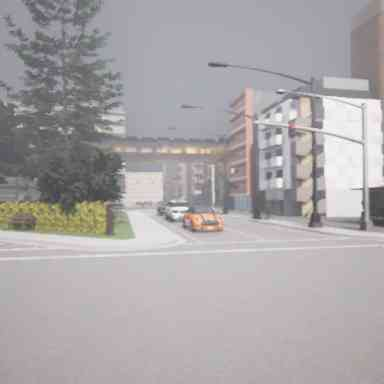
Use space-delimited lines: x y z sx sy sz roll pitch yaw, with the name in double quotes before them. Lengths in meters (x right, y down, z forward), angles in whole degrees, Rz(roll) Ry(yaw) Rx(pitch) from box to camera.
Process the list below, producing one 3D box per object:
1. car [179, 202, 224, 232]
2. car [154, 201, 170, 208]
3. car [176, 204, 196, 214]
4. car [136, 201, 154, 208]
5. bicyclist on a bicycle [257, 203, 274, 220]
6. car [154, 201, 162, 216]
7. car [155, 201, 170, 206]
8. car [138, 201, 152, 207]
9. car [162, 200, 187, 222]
"car" 0.723 1.787 23.631 2.097 1.767 4.553 0 -1 -12
"car" -7.459 3.070 82.702 2.038 1.542 4.974 0 -1 -32
"car" -1.046 2.490 50.086 2.033 1.411 5.357 0 -1 -12
"car" -11.594 3.106 82.149 2.038 1.542 4.974 -1 -1 13
"bicyclist on a bicycle" 6.827 1.804 30.955 1.656 1.620 0.582 -1 -1 -12
"car" -3.413 2.339 43.453 2.128 1.511 4.902 0 -1 -12
"car" -7.489 2.913 82.749 1.853 1.218 4.536 0 -1 -32
"car" -11.585 2.949 82.202 1.853 1.218 4.536 -1 -1 13
"car" -1.285 1.856 33.236 2.150 2.045 5.566 0 -1 -12
